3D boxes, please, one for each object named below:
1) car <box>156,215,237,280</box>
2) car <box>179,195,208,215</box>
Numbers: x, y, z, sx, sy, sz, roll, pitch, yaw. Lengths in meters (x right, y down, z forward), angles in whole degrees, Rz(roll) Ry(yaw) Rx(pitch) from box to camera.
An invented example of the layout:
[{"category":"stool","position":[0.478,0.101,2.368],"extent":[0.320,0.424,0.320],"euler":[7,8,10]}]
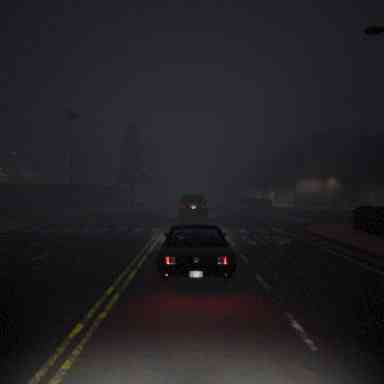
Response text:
[{"category":"car","position":[0.096,1.598,9.860],"extent":[1.895,1.301,4.718],"euler":[0,0,0]},{"category":"car","position":[0.119,1.214,26.952],"extent":[2.150,2.045,5.566],"euler":[0,0,0]}]
